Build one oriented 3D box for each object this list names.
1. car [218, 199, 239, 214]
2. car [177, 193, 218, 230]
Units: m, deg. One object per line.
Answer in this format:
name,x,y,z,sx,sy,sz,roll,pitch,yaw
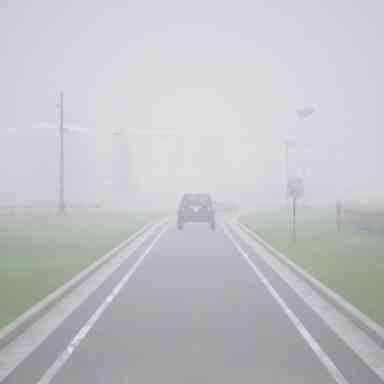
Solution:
car,3.411,1.416,33.998,1.994,1.385,4.181,0,0,23
car,0.359,1.117,20.495,2.150,2.045,5.566,0,-1,4
